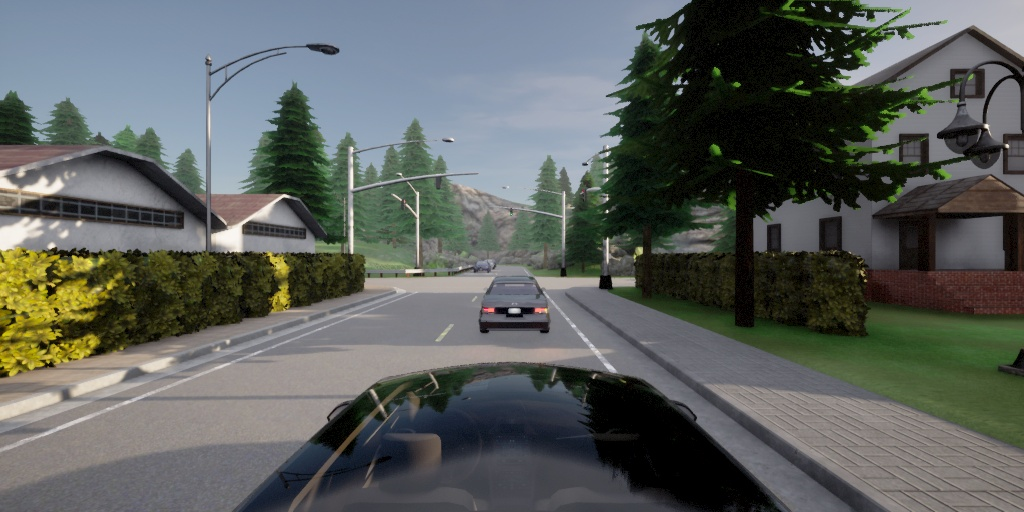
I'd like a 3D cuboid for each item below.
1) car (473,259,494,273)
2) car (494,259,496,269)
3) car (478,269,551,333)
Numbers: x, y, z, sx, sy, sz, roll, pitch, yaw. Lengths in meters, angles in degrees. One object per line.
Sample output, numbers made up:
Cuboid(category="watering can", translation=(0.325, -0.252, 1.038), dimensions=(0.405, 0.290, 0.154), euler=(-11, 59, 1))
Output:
Cuboid(category="car", translation=(-3.573, 1.276, 43.609), dimensions=(1.812, 1.442, 4.674), euler=(0, 0, 0))
Cuboid(category="car", translation=(-3.568, 1.276, 53.627), dimensions=(1.812, 1.442, 4.674), euler=(0, 0, 0))
Cuboid(category="car", translation=(0.075, 1.297, 10.692), dimensions=(2.033, 1.411, 5.357), euler=(0, 0, 0))
